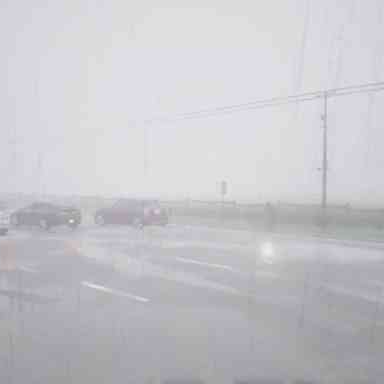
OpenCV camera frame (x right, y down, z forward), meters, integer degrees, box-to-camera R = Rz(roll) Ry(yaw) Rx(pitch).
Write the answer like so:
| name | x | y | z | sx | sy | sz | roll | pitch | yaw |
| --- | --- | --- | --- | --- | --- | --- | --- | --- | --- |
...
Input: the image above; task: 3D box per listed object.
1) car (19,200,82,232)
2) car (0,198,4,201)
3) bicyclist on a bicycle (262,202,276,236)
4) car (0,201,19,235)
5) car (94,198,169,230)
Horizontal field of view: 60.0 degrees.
| name | x | y | z | sx | sy | sz | roll | pitch | yaw |
| --- | --- | --- | --- | --- | --- | --- | --- | --- | --- |
| car | -8.115 | 1.238 | 18.336 | 4.892 | 1.490 | 1.837 | 0 | 0 | 35 |
| car | -18.397 | 1.057 | 29.820 | 5.357 | 1.411 | 2.033 | 1 | 1 | 36 |
| bicyclist on a bicycle | 3.846 | 1.278 | 16.418 | 0.582 | 1.620 | 1.656 | 1 | 5 | 35 |
| car | -10.342 | 1.261 | 15.624 | 4.674 | 1.442 | 1.812 | 1 | 1 | 35 |
| car | -3.612 | 1.130 | 19.430 | 4.553 | 1.767 | 2.097 | 1 | 1 | 35 |
